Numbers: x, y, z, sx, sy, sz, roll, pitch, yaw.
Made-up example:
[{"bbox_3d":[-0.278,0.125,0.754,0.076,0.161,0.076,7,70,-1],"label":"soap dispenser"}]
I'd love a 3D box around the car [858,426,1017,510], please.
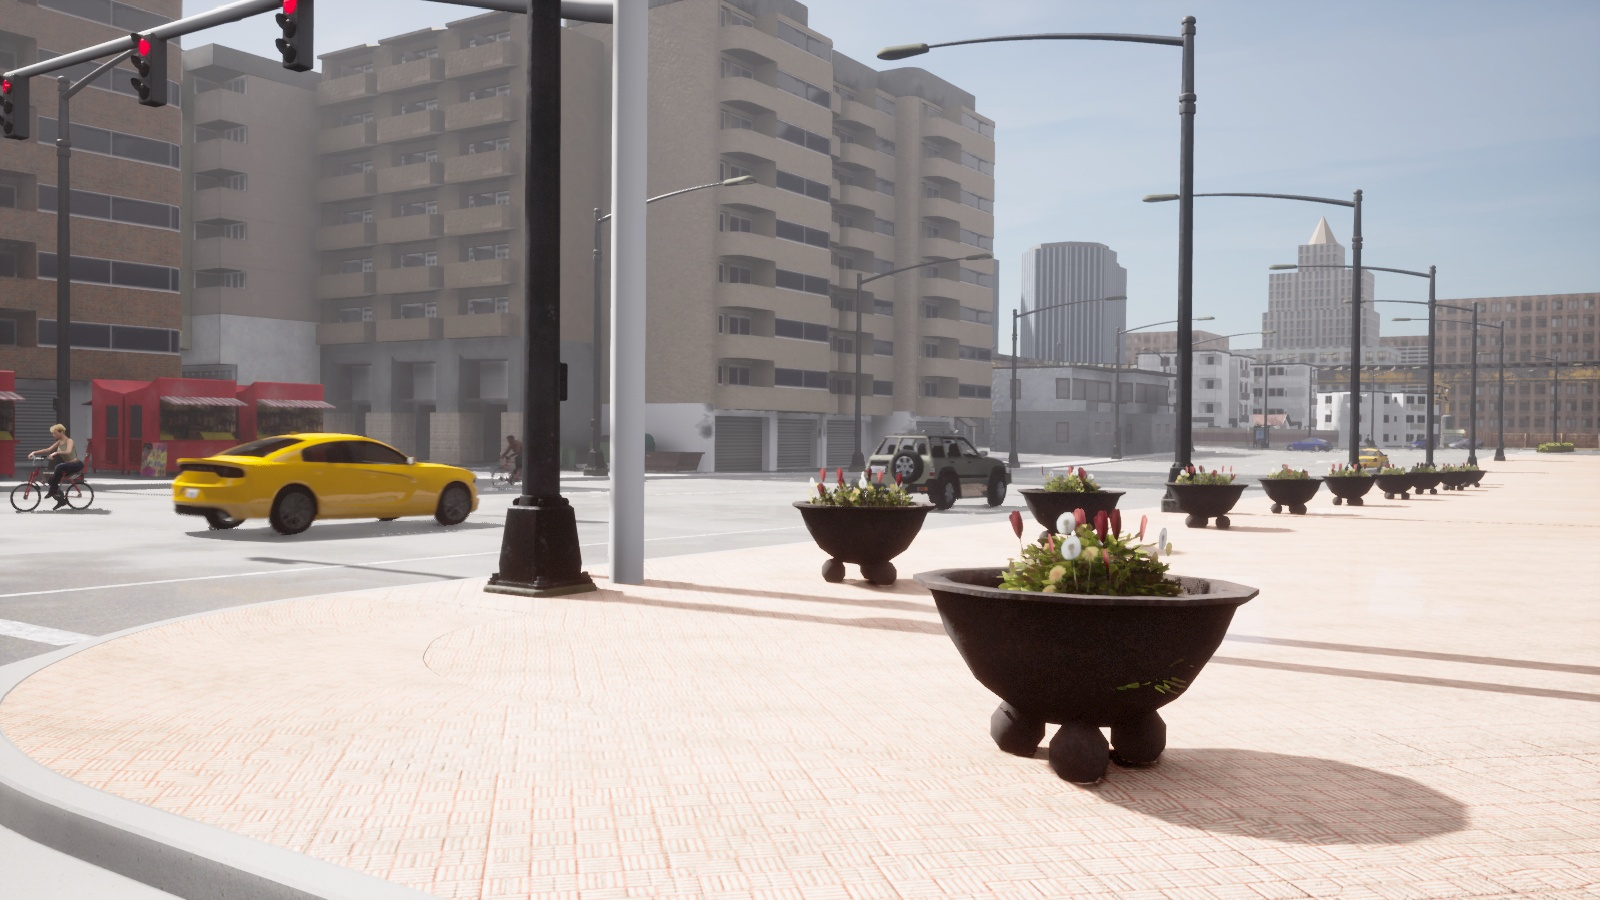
[{"bbox_3d":[3.413,0.395,30.318,1.932,1.855,4.605,0,0,33],"label":"car"}]

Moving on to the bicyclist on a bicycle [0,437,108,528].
[{"bbox_3d":[-13.787,0.576,23.194,0.866,1.612,1.509,0,0,33],"label":"bicyclist on a bicycle"}]

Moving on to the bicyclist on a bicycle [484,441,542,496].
[{"bbox_3d":[-8.507,0.532,37.243,0.582,1.620,1.656,0,0,39],"label":"bicyclist on a bicycle"}]

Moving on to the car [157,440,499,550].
[{"bbox_3d":[-7.377,0.616,20.199,1.882,1.535,5.008,0,0,33],"label":"car"}]

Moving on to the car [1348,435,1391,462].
[{"bbox_3d":[37.349,-0.108,82.275,1.801,1.575,5.366,0,2,33],"label":"car"}]
